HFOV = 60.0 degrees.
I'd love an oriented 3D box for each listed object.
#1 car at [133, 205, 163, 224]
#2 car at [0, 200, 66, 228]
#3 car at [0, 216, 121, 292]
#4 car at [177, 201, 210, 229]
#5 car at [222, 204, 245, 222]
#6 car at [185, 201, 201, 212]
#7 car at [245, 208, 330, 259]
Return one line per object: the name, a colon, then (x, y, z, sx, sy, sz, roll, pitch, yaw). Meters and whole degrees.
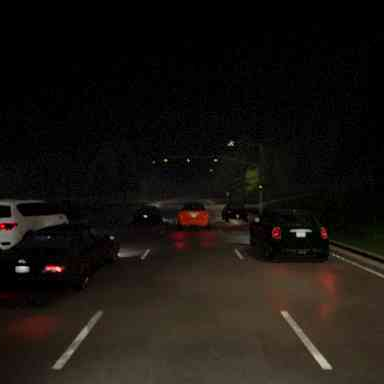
car: (-3.398, 1.745, 26.250, 1.994, 1.385, 4.181, 0, 0, 0)
car: (-6.897, 1.315, 13.517, 2.150, 2.045, 5.566, 0, 0, 0)
car: (-3.405, 1.612, 9.188, 2.033, 1.411, 5.357, 0, 0, 0)
car: (0.102, 1.513, 23.072, 2.097, 1.767, 4.553, 0, 0, 0)
car: (3.600, 1.722, 28.517, 1.812, 1.442, 4.674, 0, 0, 0)
car: (0.104, 1.867, 44.053, 1.994, 1.385, 4.181, 0, 0, 0)
car: (3.600, 1.443, 13.114, 2.097, 1.767, 4.553, 0, 0, 0)
